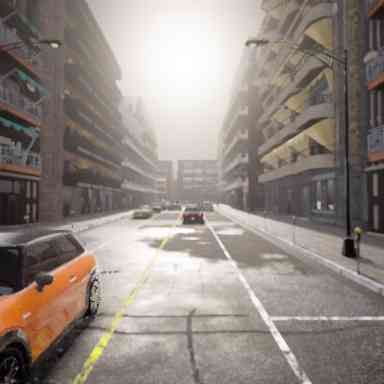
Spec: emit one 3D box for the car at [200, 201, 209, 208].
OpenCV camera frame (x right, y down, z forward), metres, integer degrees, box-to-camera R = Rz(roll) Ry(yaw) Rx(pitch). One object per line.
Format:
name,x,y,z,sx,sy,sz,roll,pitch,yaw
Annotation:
car,2.571,2.608,70.101,1.802,1.307,4.206,1,-1,0

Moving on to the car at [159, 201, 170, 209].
car,-5.308,2.462,64.339,1.752,1.417,4.829,1,-1,0

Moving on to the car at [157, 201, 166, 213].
car,-5.307,2.251,47.818,1.947,1.339,4.313,1,-1,0

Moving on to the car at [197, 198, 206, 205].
car,2.572,2.704,92.358,2.192,1.841,5.009,1,-1,0

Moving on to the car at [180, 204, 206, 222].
car,0.089,2.044,31.140,1.895,1.301,4.718,0,-1,0

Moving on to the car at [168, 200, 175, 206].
car,-5.315,2.818,86.593,1.752,1.417,4.829,1,-1,0

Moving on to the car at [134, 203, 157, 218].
car,-5.305,2.046,36.522,1.752,1.417,4.829,1,-1,0

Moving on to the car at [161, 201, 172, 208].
car,-5.308,2.549,69.902,1.752,1.417,4.829,1,-1,0

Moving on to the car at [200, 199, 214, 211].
car,2.573,2.297,53.583,1.752,1.417,4.829,1,-1,0

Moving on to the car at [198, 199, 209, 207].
car,2.574,2.430,75.669,2.192,1.841,5.009,1,-1,0

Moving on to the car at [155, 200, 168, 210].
car,-5.306,2.293,58.947,1.967,1.590,4.097,1,-1,0

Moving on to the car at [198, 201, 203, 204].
car,0.075,2.165,42.077,1.994,1.385,4.181,0,-1,0

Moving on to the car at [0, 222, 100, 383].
car,-2.852,1.419,4.672,2.097,1.767,4.553,0,-1,0

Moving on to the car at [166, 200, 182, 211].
car,-2.802,2.142,54.857,2.097,1.767,4.553,0,-1,1

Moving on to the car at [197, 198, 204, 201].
car,2.573,2.379,64.540,1.967,1.590,4.097,1,-1,0
